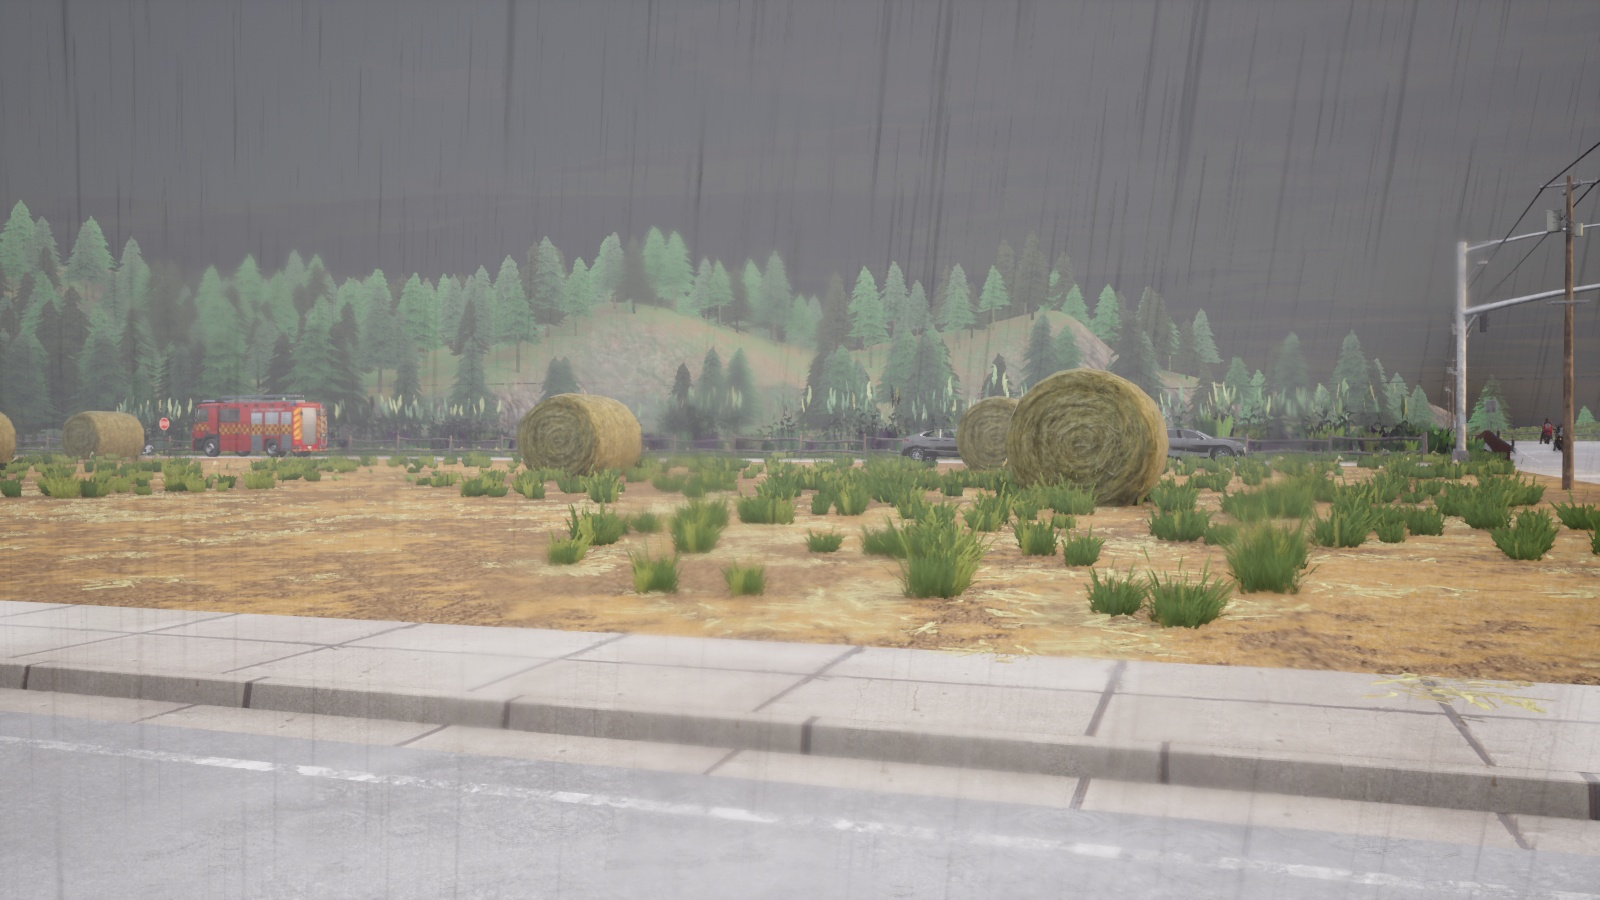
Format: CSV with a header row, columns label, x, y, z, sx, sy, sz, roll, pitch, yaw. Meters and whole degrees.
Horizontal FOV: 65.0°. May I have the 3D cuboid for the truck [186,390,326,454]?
label,x,y,z,sx,sy,sz,roll,pitch,yaw
truck,-33.822,-1.723,78.048,8.468,3.827,2.891,1,1,22

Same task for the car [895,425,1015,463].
label,x,y,z,sx,sy,sz,roll,pitch,yaw
car,7.087,-0.295,57.402,5.027,1.651,2.152,1,1,22

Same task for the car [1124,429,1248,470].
label,x,y,z,sx,sy,sz,roll,pitch,yaw
car,16.468,-0.047,53.532,4.856,1.649,2.033,1,1,22

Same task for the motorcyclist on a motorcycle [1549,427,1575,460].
label,x,y,z,sx,sy,sz,roll,pitch,yaw
motorcyclist on a motorcycle,38.603,-0.357,63.653,0.866,1.530,2.191,1,4,25

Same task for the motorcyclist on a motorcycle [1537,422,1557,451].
label,x,y,z,sx,sy,sz,roll,pitch,yaw
motorcyclist on a motorcycle,41.738,-0.765,70.151,0.797,1.523,2.044,1,2,26
